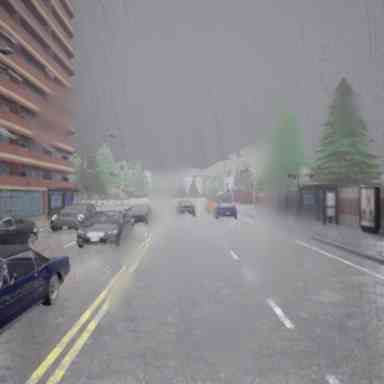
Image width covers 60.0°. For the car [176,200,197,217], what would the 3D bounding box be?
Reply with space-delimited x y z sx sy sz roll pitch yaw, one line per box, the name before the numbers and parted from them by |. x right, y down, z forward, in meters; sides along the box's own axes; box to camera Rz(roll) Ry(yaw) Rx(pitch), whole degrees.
car | -0.584 1.749 34.715 1.837 1.490 4.892 0 0 -1

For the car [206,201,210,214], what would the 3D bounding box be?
car | 2.833 1.618 40.222 2.097 1.767 4.553 0 0 -1

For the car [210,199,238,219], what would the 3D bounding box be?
car | 3.025 1.679 31.003 1.882 1.535 5.008 0 0 -1

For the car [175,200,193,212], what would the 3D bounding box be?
car | -1.127 1.869 45.921 2.033 1.411 5.357 0 0 -6

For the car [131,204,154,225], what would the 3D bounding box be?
car | -4.057 1.674 25.927 1.882 1.535 5.008 0 0 -1

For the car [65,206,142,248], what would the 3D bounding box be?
car | -3.876 1.616 15.568 2.128 1.511 4.902 0 0 -1

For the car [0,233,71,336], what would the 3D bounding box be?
car | -3.683 1.655 5.437 1.895 1.301 4.718 0 0 -1

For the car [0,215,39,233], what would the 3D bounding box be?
car | -7.309 1.606 12.011 2.128 1.511 4.902 0 0 -1

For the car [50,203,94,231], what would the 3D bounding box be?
car | -7.490 1.535 21.802 2.097 1.767 4.553 0 0 -1
